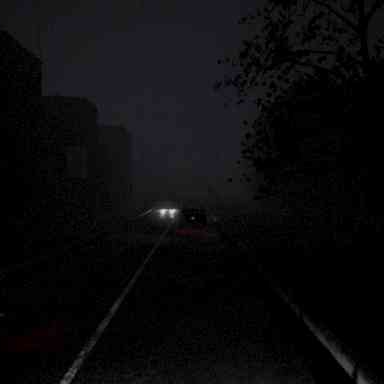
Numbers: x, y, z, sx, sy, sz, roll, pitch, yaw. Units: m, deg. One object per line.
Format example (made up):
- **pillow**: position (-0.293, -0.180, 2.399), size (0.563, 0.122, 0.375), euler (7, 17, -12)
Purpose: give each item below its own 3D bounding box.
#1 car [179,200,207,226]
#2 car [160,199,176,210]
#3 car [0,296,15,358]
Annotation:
- **car**: position (0.052, 1.578, 24.266), size (1.882, 1.535, 5.008), euler (0, -1, 0)
- **car**: position (-3.176, 1.589, 44.402), size (1.994, 1.385, 4.181), euler (0, 1, 0)
- **car**: position (-3.104, 1.555, 1.752), size (2.033, 1.411, 5.357), euler (0, 0, 0)
